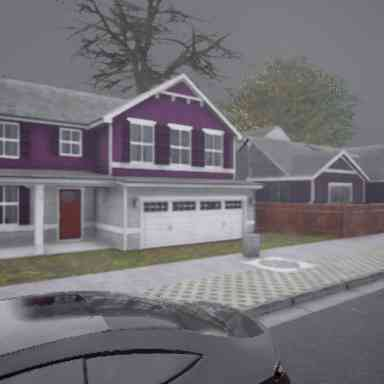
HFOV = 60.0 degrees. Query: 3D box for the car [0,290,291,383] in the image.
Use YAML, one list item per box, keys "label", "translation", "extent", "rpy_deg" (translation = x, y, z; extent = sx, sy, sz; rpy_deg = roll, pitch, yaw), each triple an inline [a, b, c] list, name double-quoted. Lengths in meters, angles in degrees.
- label: "car"
  translation: [-1.319, 1.526, 2.117]
  extent: [4.674, 1.442, 1.812]
  rpy_deg: [0, 0, -35]
